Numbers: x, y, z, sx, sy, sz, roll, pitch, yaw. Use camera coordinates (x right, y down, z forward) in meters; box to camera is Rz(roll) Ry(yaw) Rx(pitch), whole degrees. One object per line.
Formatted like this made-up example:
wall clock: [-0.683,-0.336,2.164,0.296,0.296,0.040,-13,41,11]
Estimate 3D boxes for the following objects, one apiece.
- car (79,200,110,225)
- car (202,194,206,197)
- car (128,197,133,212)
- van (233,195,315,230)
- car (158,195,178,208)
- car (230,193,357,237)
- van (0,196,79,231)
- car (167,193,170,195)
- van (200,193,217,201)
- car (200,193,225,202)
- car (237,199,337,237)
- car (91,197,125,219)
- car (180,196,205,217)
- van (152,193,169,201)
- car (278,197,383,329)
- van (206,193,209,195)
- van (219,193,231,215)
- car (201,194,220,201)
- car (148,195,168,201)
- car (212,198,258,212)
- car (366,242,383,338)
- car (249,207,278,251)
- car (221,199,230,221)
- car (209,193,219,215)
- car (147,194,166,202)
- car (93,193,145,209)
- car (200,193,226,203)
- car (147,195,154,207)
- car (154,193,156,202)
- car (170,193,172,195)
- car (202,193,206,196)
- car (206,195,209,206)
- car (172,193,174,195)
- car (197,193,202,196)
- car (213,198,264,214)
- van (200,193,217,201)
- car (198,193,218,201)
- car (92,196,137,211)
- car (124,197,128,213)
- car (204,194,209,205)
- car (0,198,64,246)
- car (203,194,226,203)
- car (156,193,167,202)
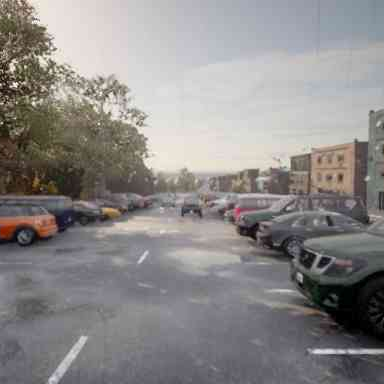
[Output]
car: [-8.373,1.452,22.722,4.674,1.452,2.002,0,0,0]
car: [4.627,1.493,56.480,4.792,1.488,2.163,0,0,0]
car: [-8.371,1.441,31.079,4.792,1.488,2.163,0,0,0]
van: [4.828,1.186,20.041,4.442,1.987,1.878,0,0,0]
car: [-3.370,1.493,47.860,1.812,1.442,4.674,0,0,0]
car: [4.696,1.164,14.435,5.566,2.045,2.435,0,0,0]
van: [-8.477,1.186,17.150,4.442,1.987,1.878,0,0,0]
car: [-8.358,1.521,75.664,5.366,1.575,1.946,0,0,0]
van: [4.383,1.334,87.317,4.442,1.987,1.878,0,0,0]
car: [4.564,1.273,76.104,5.566,2.045,2.435,0,0,0]
car: [4.750,1.286,17.236,4.553,1.767,2.185,0,0,0]
car: [-8.198,1.409,25.508,5.366,1.575,1.946,0,0,0]
car: [-0.054,1.436,30.812,1.837,1.490,4.892,0,0,0]
van: [-8.713,1.350,92.317,4.442,1.987,1.878,0,0,0]
car: [4.710,1.190,6.025,5.566,2.045,2.435,0,0,0]
van: [4.733,1.220,50.875,4.442,1.987,1.878,0,0,0]
van: [4.580,1.185,25.647,4.442,1.987,1.878,0,0,0]
car: [4.486,1.416,81.710,4.553,1.767,2.185,0,0,0]
car: [-8.541,1.579,83.991,4.792,1.488,2.163,0,0,0]
car: [4.690,1.442,36.860,4.792,1.488,2.163,0,0,0]
car: [4.748,1.457,3.226,4.892,1.521,2.231,0,0,0]
car: [4.724,1.421,11.631,4.892,1.521,2.231,0,0,0]
car: [4.710,1.413,22.845,4.892,1.521,2.231,0,0,0]
car: [4.650,1.159,31.255,5.566,2.045,2.435,0,0,0]
car: [-8.592,1.416,81.214,4.553,1.767,2.185,0,0,0]
car: [-8.390,1.161,36.647,5.566,2.045,2.435,0,0,0]
car: [4.573,1.264,73.301,5.566,2.045,2.435,0,0,0]
car: [-8.416,1.177,45.003,5.566,2.045,2.435,0,0,0]
car: [-8.425,1.185,47.664,5.566,2.045,2.435,0,0,0]
car: [-8.607,1.307,86.767,5.566,2.045,2.435,0,0,0]
car: [4.594,1.472,59.284,5.008,1.535,2.097,0,0,0]
car: [4.648,1.420,42.467,5.008,1.535,2.097,0,0,0]
car: [-8.634,1.333,95.094,5.566,2.045,2.435,0,0,0]
car: [-0.055,1.303,46.433,2.097,1.767,4.553,0,0,0]
car: [4.674,1.411,34.062,4.892,1.521,2.231,0,0,0]
van: [4.374,1.342,90.120,4.442,1.987,1.878,0,0,0]
car: [4.510,1.326,92.924,5.566,2.045,2.435,0,0,0]
car: [-8.438,1.441,33.864,4.792,1.488,2.163,0,0,0]
car: [-8.386,1.411,28.294,5.008,1.535,2.097,0,0,0]
car: [4.596,1.466,48.070,4.792,1.488,2.163,0,0,0]
car: [-8.324,1.290,14.370,4.553,1.767,2.185,0,0,0]
car: [4.594,1.372,67.694,4.553,1.767,2.185,0,0,0]
car: [-8.540,1.516,72.887,4.892,1.521,2.231,0,0,0]
